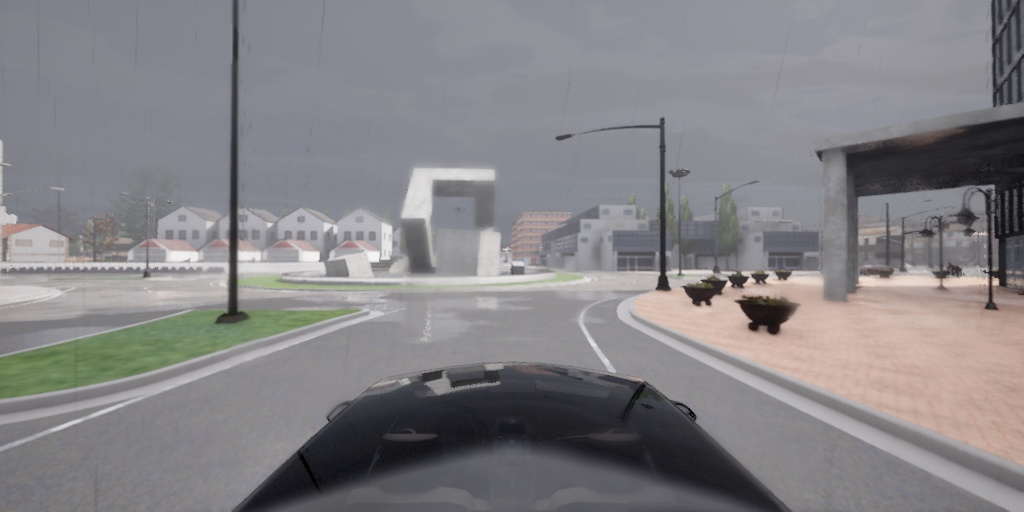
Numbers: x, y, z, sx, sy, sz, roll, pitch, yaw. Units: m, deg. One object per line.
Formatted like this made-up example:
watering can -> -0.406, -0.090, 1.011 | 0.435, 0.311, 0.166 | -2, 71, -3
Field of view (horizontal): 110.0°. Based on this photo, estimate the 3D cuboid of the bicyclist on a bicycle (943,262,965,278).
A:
bicyclist on a bicycle -> 44.911, 1.440, 36.656 | 0.582, 1.620, 1.656 | 7, -4, -4

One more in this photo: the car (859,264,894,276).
car -> 44.112, 1.706, 44.031 | 4.674, 1.442, 1.812 | 0, -1, -4
